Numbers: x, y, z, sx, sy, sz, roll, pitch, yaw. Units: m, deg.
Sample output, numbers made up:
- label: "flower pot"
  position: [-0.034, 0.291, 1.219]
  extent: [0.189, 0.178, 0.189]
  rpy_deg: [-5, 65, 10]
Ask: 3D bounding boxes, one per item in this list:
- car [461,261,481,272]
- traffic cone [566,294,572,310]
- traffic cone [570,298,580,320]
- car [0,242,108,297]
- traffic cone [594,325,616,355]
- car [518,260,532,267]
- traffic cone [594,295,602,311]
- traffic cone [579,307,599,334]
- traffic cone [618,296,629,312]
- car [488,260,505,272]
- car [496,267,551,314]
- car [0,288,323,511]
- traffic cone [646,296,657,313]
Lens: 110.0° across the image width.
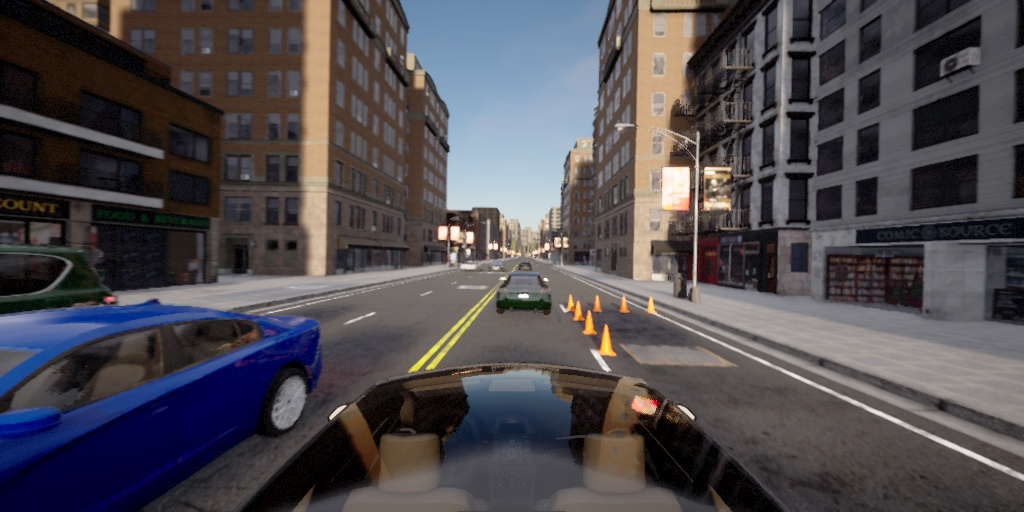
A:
- label: "car"
  position: [-5.073, 1.244, 44.161]
  extent: [1.895, 1.301, 4.718]
  rpy_deg: [1, 0, 2]
- label: "traffic cone"
  position: [2.207, 1.748, 13.565]
  extent: [0.340, 0.580, 0.340]
  rpy_deg: [0, 0, 2]
- label: "traffic cone"
  position: [2.131, 1.746, 11.566]
  extent: [0.340, 0.580, 0.340]
  rpy_deg: [0, 0, 2]
- label: "car"
  position: [-6.659, 0.838, 2.717]
  extent: [2.150, 2.045, 5.566]
  rpy_deg: [1, 0, 2]
- label: "traffic cone"
  position: [1.979, 1.744, 7.569]
  extent: [0.340, 0.580, 0.340]
  rpy_deg: [0, 0, 2]
- label: "car"
  position: [1.895, 1.287, 51.387]
  extent: [1.837, 1.490, 4.892]
  rpy_deg: [1, 0, 2]
- label: "traffic cone"
  position: [3.206, 1.768, 13.527]
  extent: [0.340, 0.580, 0.340]
  rpy_deg: [0, 0, 2]
- label: "traffic cone"
  position: [2.055, 1.745, 9.568]
  extent: [0.340, 0.580, 0.340]
  rpy_deg: [0, 0, 2]
- label: "traffic cone"
  position: [4.206, 1.788, 13.489]
  extent: [0.340, 0.580, 0.340]
  rpy_deg: [0, 0, 2]
- label: "car"
  position: [-1.805, 1.234, 44.471]
  extent: [1.812, 1.442, 4.674]
  rpy_deg: [1, 0, 2]
- label: "car"
  position: [0.468, 1.321, 14.047]
  extent: [1.994, 1.385, 4.181]
  rpy_deg: [1, 0, 2]
- label: "car"
  position: [-3.419, 1.159, 2.544]
  extent: [1.882, 1.535, 5.008]
  rpy_deg: [1, 0, 2]
- label: "traffic cone"
  position: [5.205, 1.807, 13.451]
  extent: [0.340, 0.580, 0.340]
  rpy_deg: [0, 0, 2]
